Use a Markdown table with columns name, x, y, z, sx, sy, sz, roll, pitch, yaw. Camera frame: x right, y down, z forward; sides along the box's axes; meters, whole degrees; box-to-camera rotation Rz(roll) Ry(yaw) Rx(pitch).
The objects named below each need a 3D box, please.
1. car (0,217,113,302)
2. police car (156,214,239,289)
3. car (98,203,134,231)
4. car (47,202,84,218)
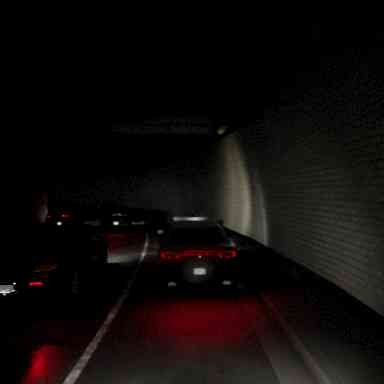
| name | x | y | z | sx | sy | sz | roll | pitch | yaw |
| --- | --- | --- | --- | --- | --- | --- | --- | --- | --- |
| car | -3.449 | 1.594 | 8.296 | 1.812 | 1.442 | 4.674 | -1 | 0 | -2 |
| police car | 0.030 | 1.462 | 9.515 | 1.930 | 1.638 | 5.238 | -1 | 0 | -3 |
| car | -4.884 | 1.634 | 21.644 | 1.837 | 1.490 | 4.892 | 0 | -2 | -11 |
| car | -8.715 | 1.685 | 23.005 | 1.837 | 1.490 | 4.892 | 0 | 0 | -11 |
